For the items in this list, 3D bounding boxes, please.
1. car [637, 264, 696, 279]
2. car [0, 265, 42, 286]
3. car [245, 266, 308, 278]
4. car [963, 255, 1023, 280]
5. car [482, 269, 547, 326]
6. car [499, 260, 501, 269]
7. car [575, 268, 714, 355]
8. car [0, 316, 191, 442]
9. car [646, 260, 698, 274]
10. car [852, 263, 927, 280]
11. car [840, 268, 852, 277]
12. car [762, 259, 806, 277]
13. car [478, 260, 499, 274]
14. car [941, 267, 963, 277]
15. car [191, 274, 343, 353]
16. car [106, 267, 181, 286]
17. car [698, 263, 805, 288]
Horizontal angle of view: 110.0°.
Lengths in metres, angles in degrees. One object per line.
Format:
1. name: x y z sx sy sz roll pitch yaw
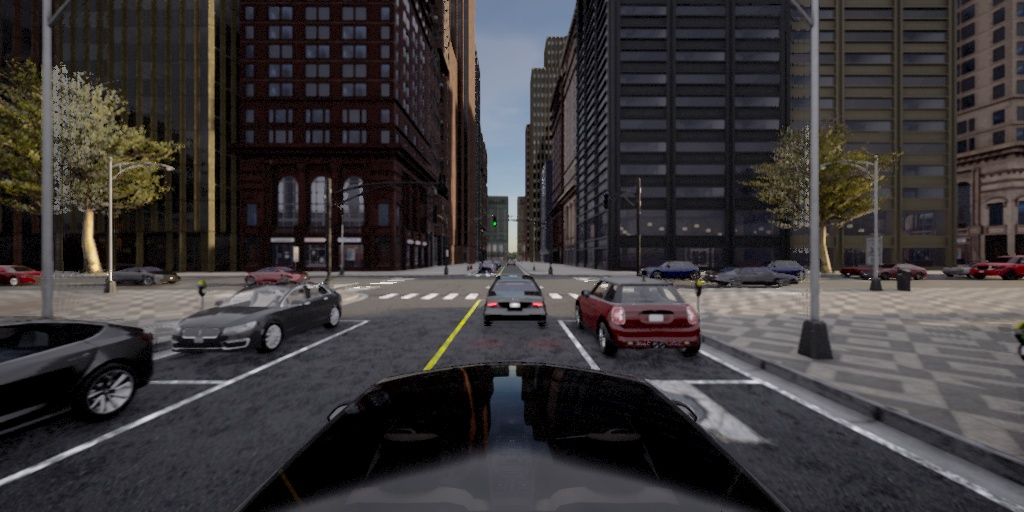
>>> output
1. car: 14.447 1.405 33.653 4.718 1.301 1.895 0 0 -3
2. car: -37.589 1.427 26.824 5.008 1.535 1.882 0 0 0
3. car: -17.476 1.457 26.869 4.181 1.385 1.994 0 0 0
4. car: 42.626 0.971 30.439 5.566 2.045 2.150 0 0 0
5. car: 0.089 1.334 11.837 2.033 1.411 5.357 0 0 0
6. car: -3.098 1.531 55.060 1.994 1.385 4.181 0 0 0
7. car: 2.759 1.215 8.787 1.967 1.591 4.097 0 0 0
8. car: -5.763 1.321 3.145 1.948 1.339 4.313 0 0 0
9. car: 13.334 1.163 30.400 4.553 1.767 2.097 0 0 0
10. car: 32.328 1.295 30.444 4.674 1.442 1.812 0 0 0
11. car: 33.805 1.363 33.697 4.718 1.301 1.895 0 0 0
12. car: 22.049 1.144 30.423 4.553 1.767 2.097 0 0 0
13. car: -3.075 1.274 45.101 2.097 1.767 4.553 0 0 0
14. car: 43.651 1.345 33.685 4.718 1.301 1.895 0 0 0
15. car: -5.766 1.326 8.781 2.007 1.370 4.403 0 0 0
16. car: -27.483 1.485 26.846 4.181 1.385 1.994 0 0 0
17. car: 15.784 1.361 23.846 5.357 1.411 2.033 0 0 2
